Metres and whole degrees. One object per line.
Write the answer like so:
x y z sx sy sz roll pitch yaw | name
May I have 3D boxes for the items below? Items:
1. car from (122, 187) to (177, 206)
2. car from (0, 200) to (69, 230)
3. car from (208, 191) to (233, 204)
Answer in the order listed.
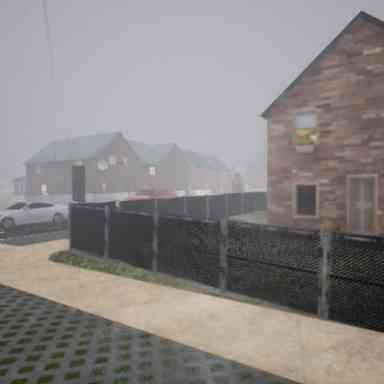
-3.430 0.663 27.936 2.150 2.045 5.566 0 2 34 | car
-9.364 1.224 19.087 1.812 1.442 4.674 0 1 36 | car
3.539 0.637 38.411 2.128 1.511 4.902 0 2 34 | car
